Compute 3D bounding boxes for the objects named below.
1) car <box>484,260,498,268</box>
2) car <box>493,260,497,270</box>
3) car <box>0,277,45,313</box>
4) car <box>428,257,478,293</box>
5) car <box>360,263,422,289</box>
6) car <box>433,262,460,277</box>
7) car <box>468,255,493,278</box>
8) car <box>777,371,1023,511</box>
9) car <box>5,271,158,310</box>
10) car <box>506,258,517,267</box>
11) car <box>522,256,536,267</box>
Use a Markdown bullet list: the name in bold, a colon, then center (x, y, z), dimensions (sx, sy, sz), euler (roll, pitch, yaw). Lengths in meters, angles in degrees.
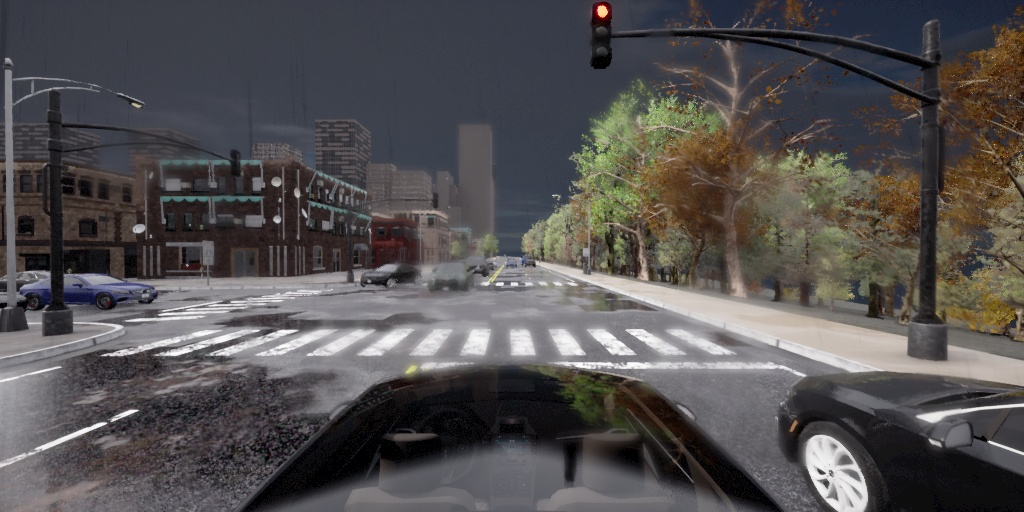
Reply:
- **car**: center (-3.454, 1.329, 59.873), dimensions (1.895, 1.301, 4.718), euler (0, 0, 0)
- **car**: center (-3.453, 1.298, 48.145), dimensions (1.994, 1.385, 4.181), euler (0, 0, 0)
- **car**: center (-19.973, 1.565, 12.631), dimensions (4.313, 1.339, 1.948), euler (0, 0, 0)
- **car**: center (-3.394, 1.096, 20.701), dimensions (2.097, 1.767, 4.553), euler (0, 0, 0)
- **car**: center (-7.733, 1.223, 23.443), dimensions (1.882, 1.535, 5.008), euler (0, 0, 15)
- **car**: center (-6.680, 1.339, 36.937), dimensions (1.895, 1.301, 4.718), euler (0, 0, 0)
- **car**: center (-3.414, 0.957, 34.719), dimensions (2.150, 2.045, 5.566), euler (0, 1, 1)
- **car**: center (3.366, 1.255, 1.255), dimensions (1.837, 1.490, 4.892), euler (0, 0, -2)
- **car**: center (-18.095, 1.475, 15.371), dimensions (4.674, 1.442, 1.812), euler (-1, 1, -1)
- **car**: center (-0.047, 1.274, 63.953), dimensions (2.033, 1.411, 5.357), euler (0, 0, 0)
- **car**: center (3.203, 1.231, 63.655), dimensions (1.837, 1.490, 4.892), euler (0, 0, 0)
